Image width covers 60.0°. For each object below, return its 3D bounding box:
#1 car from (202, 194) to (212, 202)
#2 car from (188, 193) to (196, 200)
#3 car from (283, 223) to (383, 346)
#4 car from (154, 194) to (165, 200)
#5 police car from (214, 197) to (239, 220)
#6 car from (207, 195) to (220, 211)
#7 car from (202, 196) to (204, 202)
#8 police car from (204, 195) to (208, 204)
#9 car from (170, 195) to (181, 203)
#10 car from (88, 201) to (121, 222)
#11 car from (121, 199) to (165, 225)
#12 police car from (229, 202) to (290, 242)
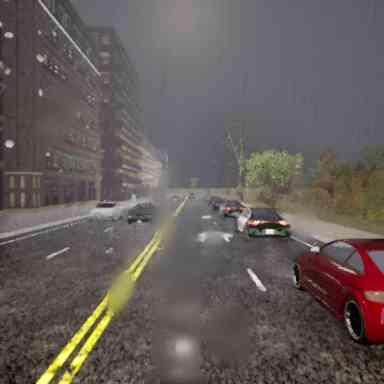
[{"bbox_3d":[3.235,1.281,71.260,1.882,1.535,5.008,0,0,0],"label":"car"},{"bbox_3d":[-0.017,1.127,81.805,2.033,1.411,5.357,0,0,0],"label":"car"},{"bbox_3d":[3.341,1.546,6.324,1.994,1.385,4.181,0,0,1],"label":"car"},{"bbox_3d":[-6.515,1.244,67.486,1.882,1.535,5.008,0,0,0],"label":"car"},{"bbox_3d":[3.245,1.430,27.259,2.038,1.542,4.974,0,0,0],"label":"police car"},{"bbox_3d":[3.242,1.398,38.289,2.163,1.488,4.792,0,0,0],"label":"car"},{"bbox_3d":[3.237,1.326,60.259,2.128,1.511,4.902,0,0,0],"label":"car"},{"bbox_3d":[3.240,1.289,49.369,1.930,1.638,5.238,0,0,0],"label":"police car"},{"bbox_3d":[-3.272,1.333,65.286,1.812,1.442,4.674,0,0,0],"label":"car"},{"bbox_3d":[-6.598,1.454,25.947,1.812,1.442,4.674,0,0,0],"label":"car"},{"bbox_3d":[-3.349,1.481,23.876,2.033,1.411,5.357,0,0,0],"label":"car"},{"bbox_3d":[3.247,1.460,16.258,2.038,1.542,4.974,0,0,0],"label":"police car"}]
